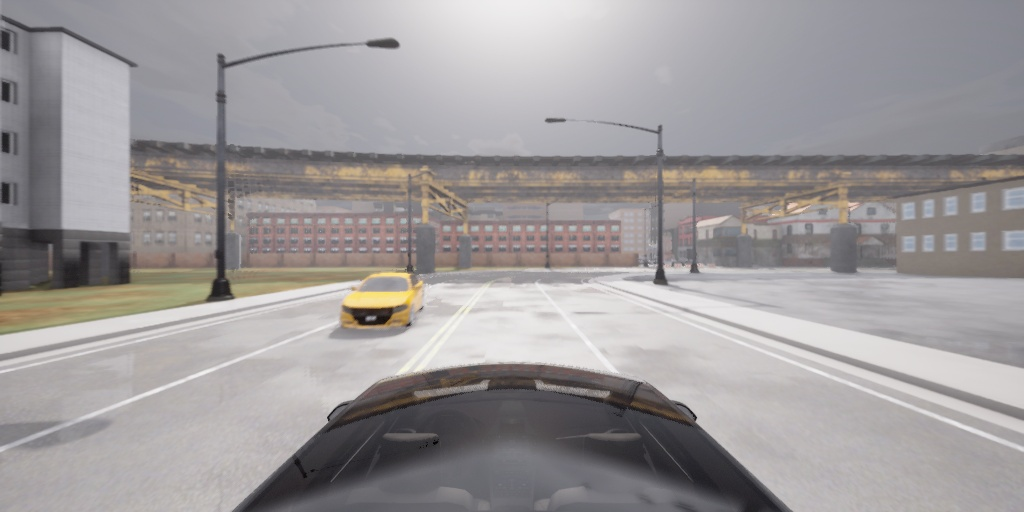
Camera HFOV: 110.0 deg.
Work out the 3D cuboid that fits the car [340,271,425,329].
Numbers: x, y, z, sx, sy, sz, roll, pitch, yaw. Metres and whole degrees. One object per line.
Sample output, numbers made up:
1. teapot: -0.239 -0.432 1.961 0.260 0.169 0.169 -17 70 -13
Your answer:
1. car: -3.958 1.284 11.640 1.882 1.535 5.008 0 1 -8
